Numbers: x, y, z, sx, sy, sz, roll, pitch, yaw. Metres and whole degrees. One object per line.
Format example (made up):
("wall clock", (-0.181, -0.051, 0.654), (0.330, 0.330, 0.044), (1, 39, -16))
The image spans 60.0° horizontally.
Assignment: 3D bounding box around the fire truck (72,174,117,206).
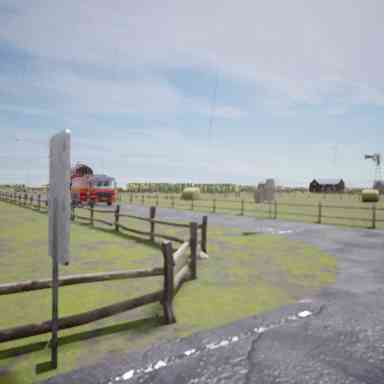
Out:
("fire truck", (-12.599, -0.306, 42.209), (2.891, 3.827, 8.468), (1, 1, -35))
